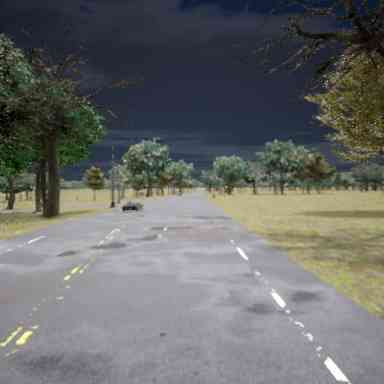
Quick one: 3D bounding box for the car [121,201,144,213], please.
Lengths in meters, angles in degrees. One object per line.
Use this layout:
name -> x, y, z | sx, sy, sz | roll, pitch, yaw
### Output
car -> -6.803, 1.646, 38.436 | 1.895, 1.301, 4.718 | 0, 0, 0
